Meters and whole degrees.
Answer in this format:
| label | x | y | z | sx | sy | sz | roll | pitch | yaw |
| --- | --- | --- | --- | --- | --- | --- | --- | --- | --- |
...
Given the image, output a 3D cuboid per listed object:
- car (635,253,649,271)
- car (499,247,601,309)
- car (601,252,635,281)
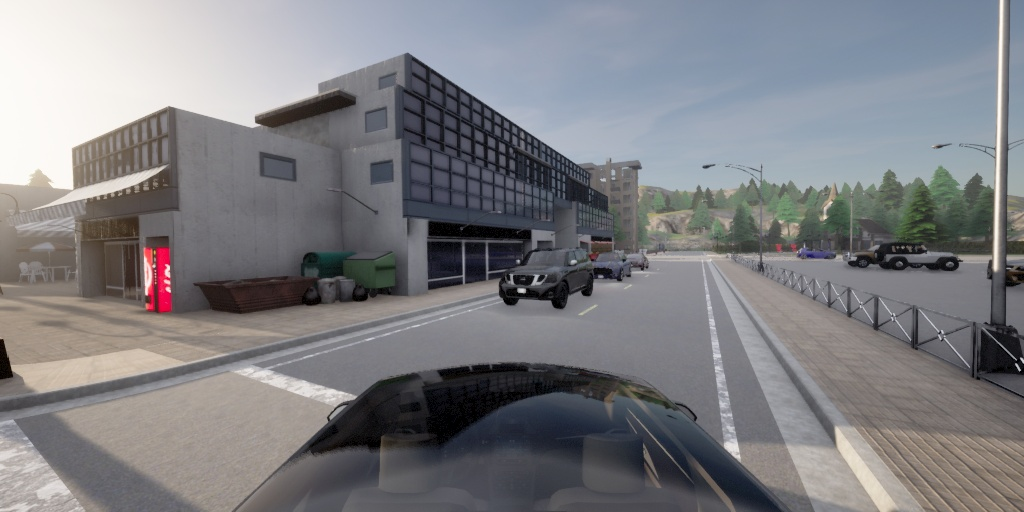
| label | x | y | z | sx | sy | sz | roll | pitch | yaw |
| --- | --- | --- | --- | --- | --- | --- | --- | --- | --- |
| car | 10.920 | 0.454 | 31.714 | 1.812 | 1.442 | 4.674 | 0 | 2 | 28 |
| car | 1.589 | 0.690 | 13.947 | 2.150 | 2.045 | 5.566 | 0 | 1 | 28 |
| car | 6.160 | 0.555 | 22.656 | 2.097 | 1.767 | 4.553 | 0 | 2 | 28 |
